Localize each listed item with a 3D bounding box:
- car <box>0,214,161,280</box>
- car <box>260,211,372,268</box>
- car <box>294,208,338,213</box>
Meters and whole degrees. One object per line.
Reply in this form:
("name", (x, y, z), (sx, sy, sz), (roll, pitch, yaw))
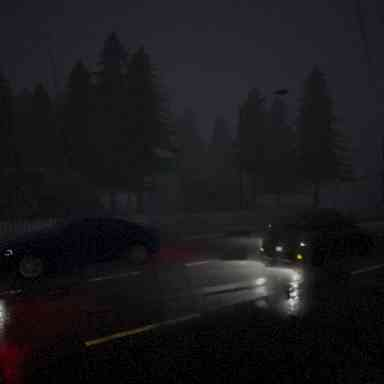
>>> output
("car", (-3.350, 1.475, 10.195), (5.008, 1.535, 1.882), (0, 0, -36))
("car", (4.294, 1.559, 11.339), (4.181, 1.385, 1.994), (0, 0, -35))
("car", (6.248, 1.540, 17.020), (5.357, 1.411, 2.033), (0, 0, -35))
